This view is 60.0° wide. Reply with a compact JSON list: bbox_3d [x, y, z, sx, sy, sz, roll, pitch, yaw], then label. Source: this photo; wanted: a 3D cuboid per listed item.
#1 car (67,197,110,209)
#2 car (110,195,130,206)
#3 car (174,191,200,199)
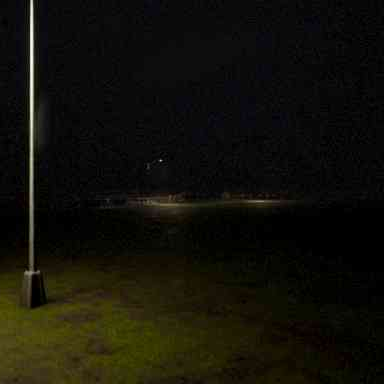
[{"bbox_3d":[-13.920,1.403,43.985,1.882,1.535,5.008,1,1,43],"label":"car"},{"bbox_3d":[-11.732,1.222,50.593,2.097,1.767,4.553,1,1,43],"label":"car"},{"bbox_3d":[-0.869,0.721,61.877,2.150,2.045,5.566,1,1,44],"label":"car"}]
